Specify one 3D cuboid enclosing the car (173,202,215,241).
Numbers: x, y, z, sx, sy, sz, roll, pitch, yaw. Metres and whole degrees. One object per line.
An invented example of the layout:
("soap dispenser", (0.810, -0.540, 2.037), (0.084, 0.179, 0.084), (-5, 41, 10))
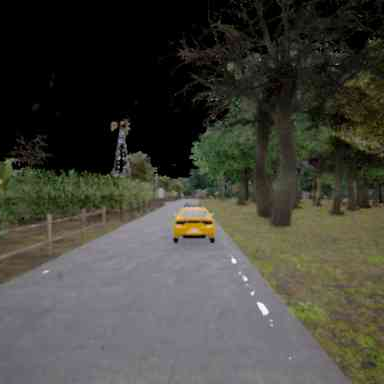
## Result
("car", (0.088, 1.495, 16.688), (1.882, 1.535, 5.008), (0, 0, 0))
